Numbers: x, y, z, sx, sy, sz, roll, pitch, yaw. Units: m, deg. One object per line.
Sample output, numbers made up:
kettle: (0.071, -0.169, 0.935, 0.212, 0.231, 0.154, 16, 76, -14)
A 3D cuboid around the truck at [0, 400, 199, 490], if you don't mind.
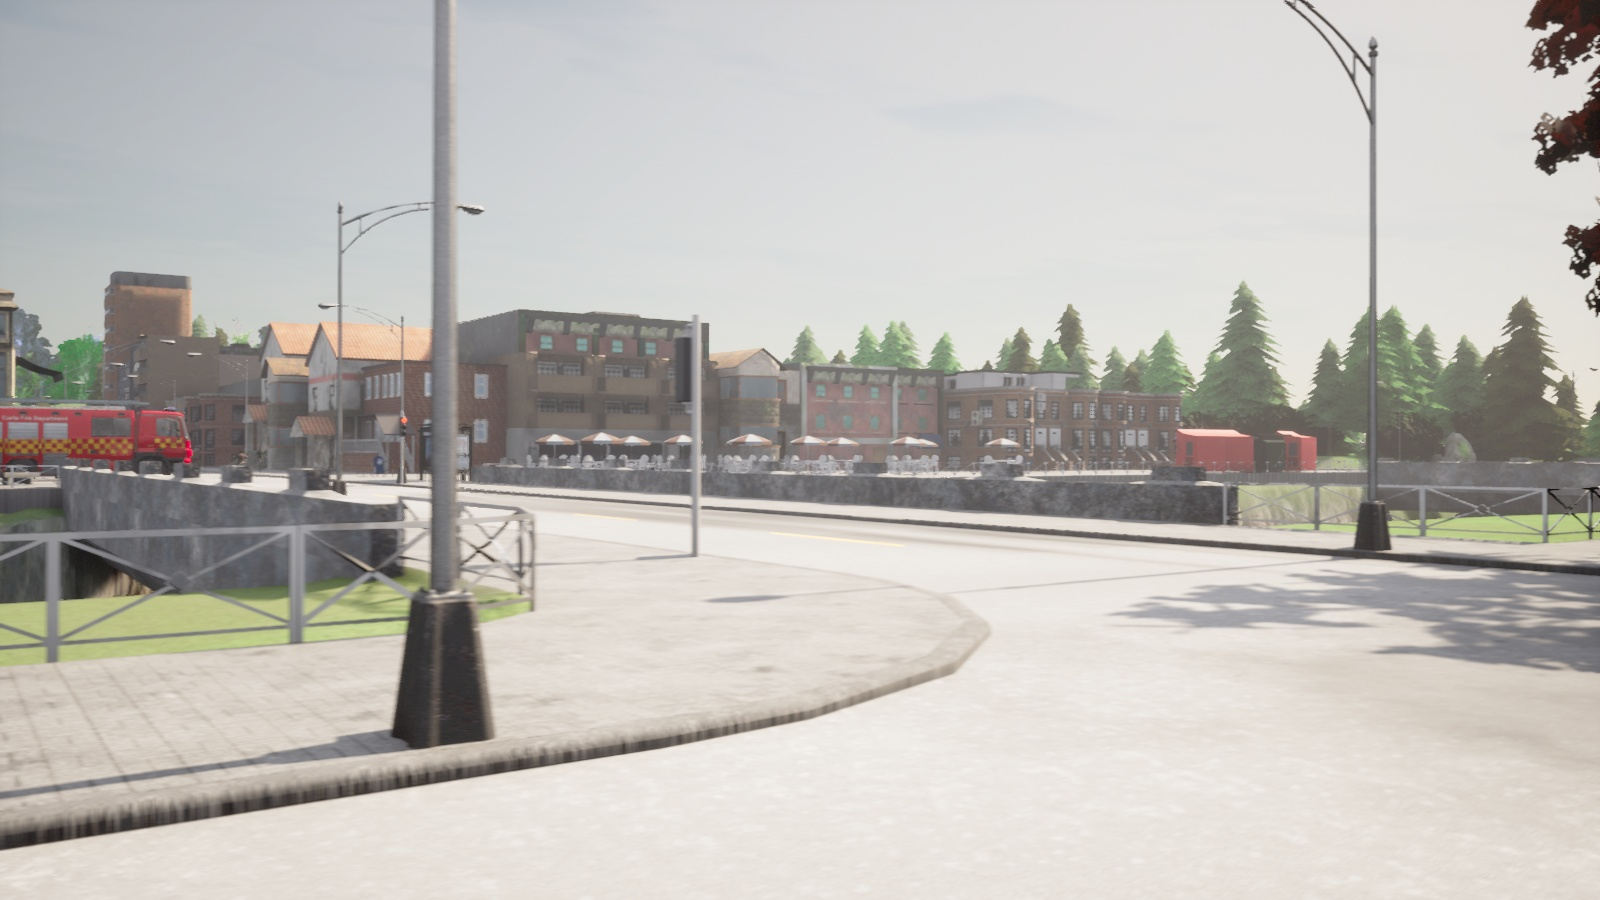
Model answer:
truck: (-32.061, -0.221, 56.850, 8.468, 3.827, 2.891, 0, 0, -33)
